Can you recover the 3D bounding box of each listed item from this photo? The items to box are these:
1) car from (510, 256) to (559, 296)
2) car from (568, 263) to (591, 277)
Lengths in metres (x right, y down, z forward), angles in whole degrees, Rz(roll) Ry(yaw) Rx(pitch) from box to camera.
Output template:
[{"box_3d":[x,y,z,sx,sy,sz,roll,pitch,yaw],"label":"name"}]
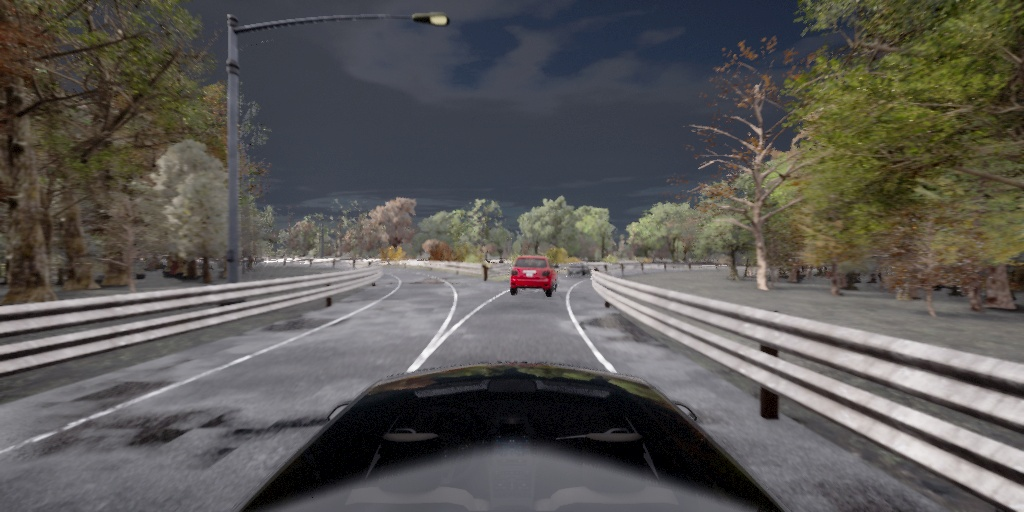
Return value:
[{"box_3d":[1.362,1.049,20.247,2.150,2.045,5.566,1,0,11],"label":"car"},{"box_3d":[7.801,1.566,40.636,2.128,1.511,4.902,-1,-1,27],"label":"car"}]
